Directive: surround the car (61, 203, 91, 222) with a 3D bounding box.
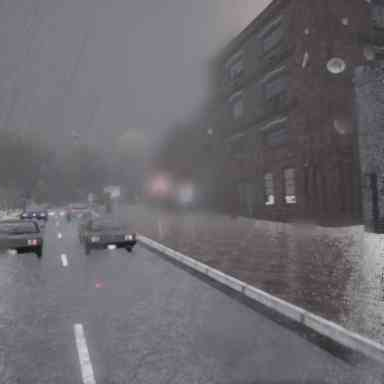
[{"bbox_3d":[-9.713,1.656,28.352,2.128,1.511,4.902,1,0,-22],"label":"car"}]

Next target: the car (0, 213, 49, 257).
[{"bbox_3d":[-6.793,1.721,13.064,1.895,1.301,4.718,1,0,-22],"label":"car"}]

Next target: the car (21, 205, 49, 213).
[{"bbox_3d":[-12.636,1.737,26.908,1.895,1.301,4.718,1,0,-22],"label":"car"}]

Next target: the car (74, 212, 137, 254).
[{"bbox_3d":[-3.801,1.748,14.331,1.895,1.301,4.718,1,0,-23],"label":"car"}]
